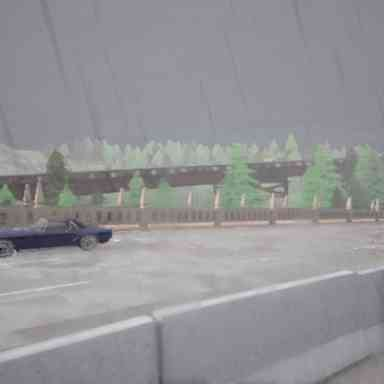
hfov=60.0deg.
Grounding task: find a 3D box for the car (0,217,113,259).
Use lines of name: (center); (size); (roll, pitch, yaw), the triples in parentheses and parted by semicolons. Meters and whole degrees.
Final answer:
car: (-5.624, 1.642, 12.875); (4.718, 1.301, 1.895); (1, -1, -35)
